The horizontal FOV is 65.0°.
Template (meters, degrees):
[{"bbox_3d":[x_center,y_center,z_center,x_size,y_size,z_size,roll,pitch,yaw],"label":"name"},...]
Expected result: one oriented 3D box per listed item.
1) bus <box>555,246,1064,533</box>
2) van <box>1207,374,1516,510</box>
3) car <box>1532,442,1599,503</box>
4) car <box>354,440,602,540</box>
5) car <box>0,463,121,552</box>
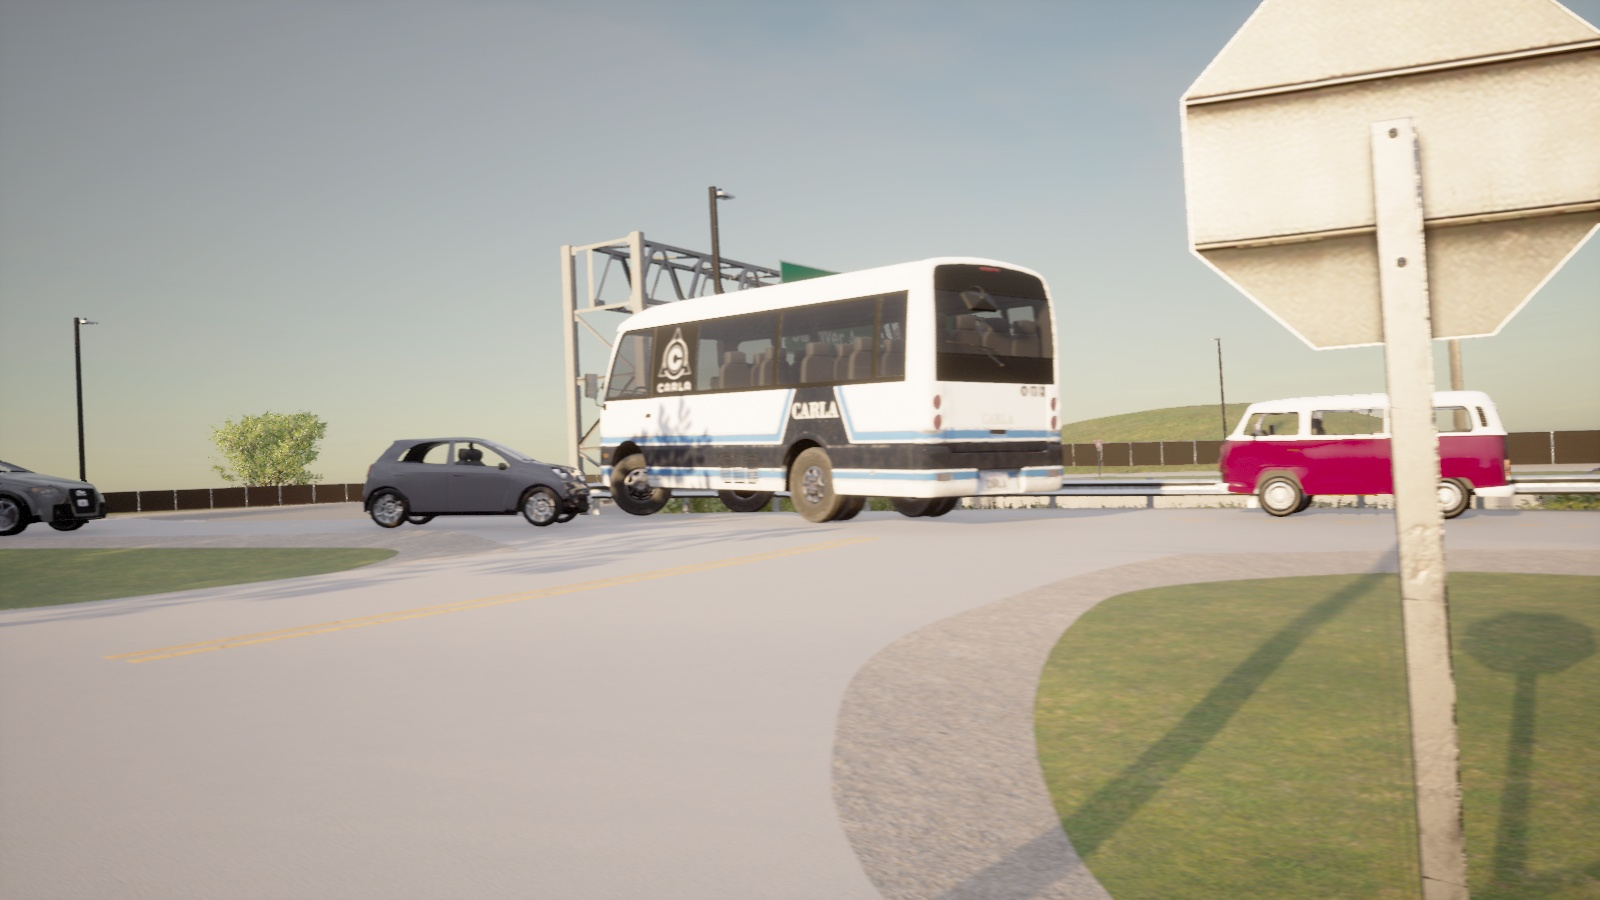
[{"bbox_3d":[-0.381,-0.871,23.842,3.944,4.253,10.273,-2,0,-39],"label":"bus"},{"bbox_3d":[9.370,-0.085,21.016,4.480,2.038,2.069,-2,0,29],"label":"van"},{"bbox_3d":[21.945,0.520,33.015,4.514,1.525,2.007,-4,-1,33],"label":"car"},{"bbox_3d":[-5.335,0.656,21.122,3.633,1.501,1.845,-2,-1,2],"label":"car"},{"bbox_3d":[-14.048,0.995,21.088,4.181,1.385,1.994,-2,-1,-2],"label":"car"}]
